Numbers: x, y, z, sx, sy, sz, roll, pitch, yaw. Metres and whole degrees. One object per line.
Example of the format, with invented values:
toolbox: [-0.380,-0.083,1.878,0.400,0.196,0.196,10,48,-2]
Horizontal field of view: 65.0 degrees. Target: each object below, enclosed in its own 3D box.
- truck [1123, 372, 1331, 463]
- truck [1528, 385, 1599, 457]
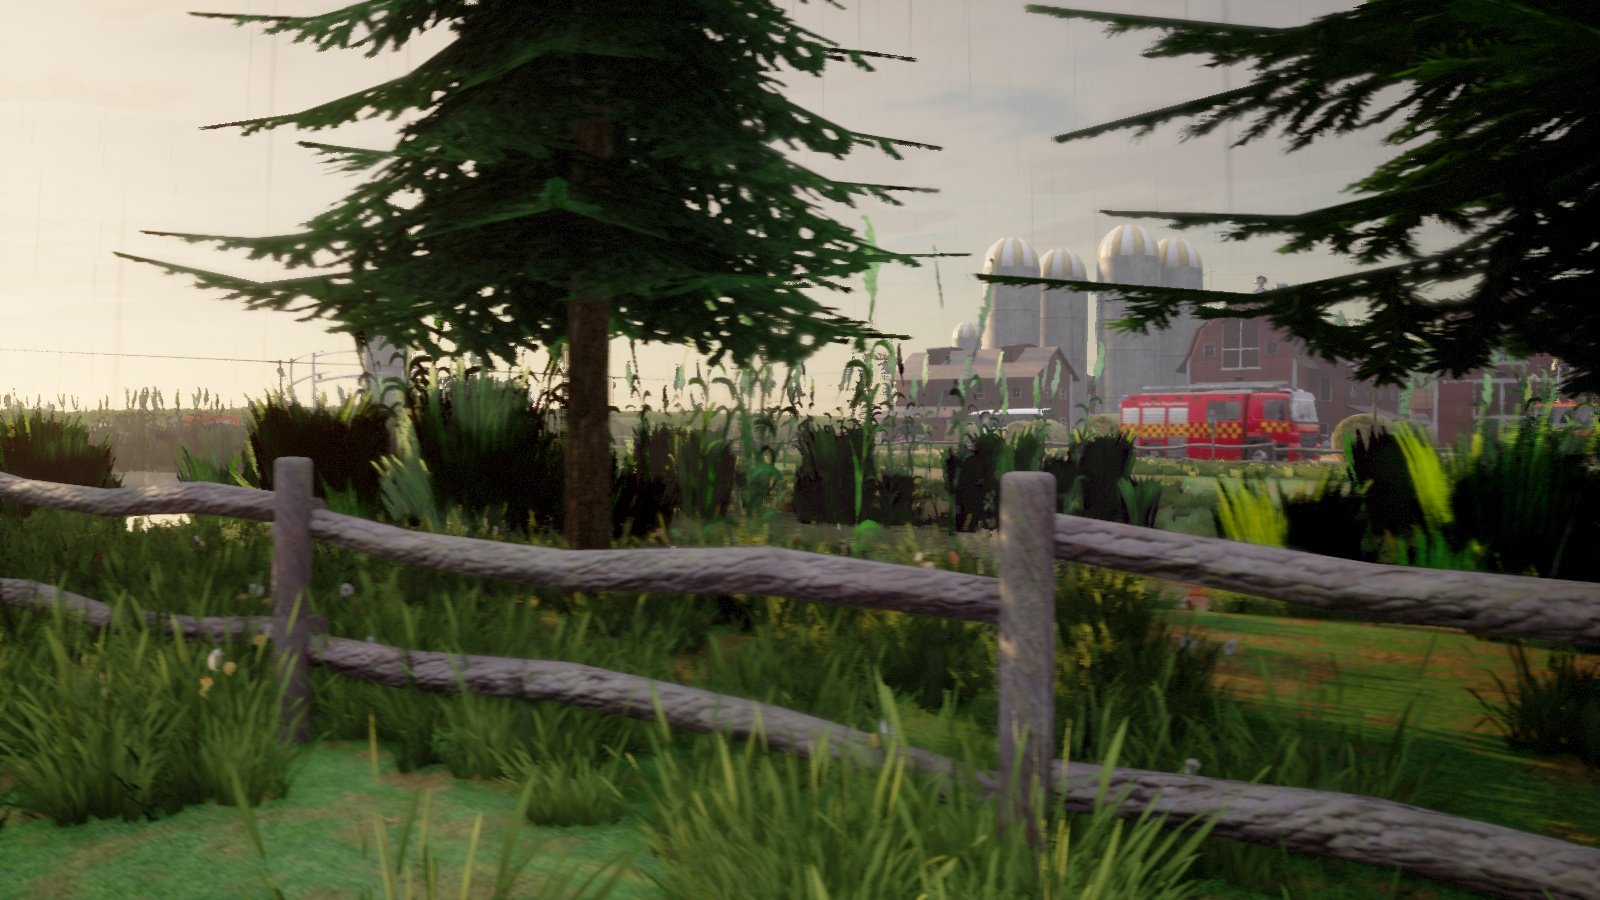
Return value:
truck: [19.178,-1.412,56.863,8.468,3.827,2.891,0,1,43]
truck: [39.693,-1.478,64.227,2.891,3.462,7.936,0,1,40]
